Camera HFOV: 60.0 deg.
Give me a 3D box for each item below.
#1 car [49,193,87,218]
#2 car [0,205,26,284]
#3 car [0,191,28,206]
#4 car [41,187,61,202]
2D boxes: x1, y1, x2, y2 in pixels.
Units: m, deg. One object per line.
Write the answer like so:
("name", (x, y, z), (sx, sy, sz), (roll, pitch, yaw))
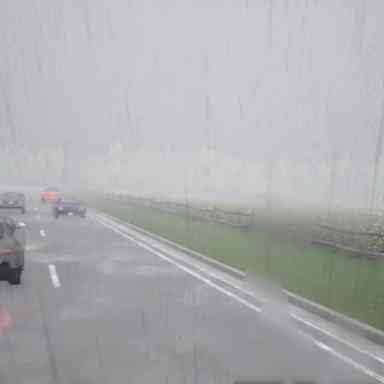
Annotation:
("car", (-8.529, 1.022, 22.850), (1.895, 1.301, 4.718), (4, 0, -26))
("car", (-5.162, 1.223, 8.138), (1.994, 1.385, 4.181), (4, 0, -26))
("car", (-13.109, 0.677, 24.316), (2.033, 1.411, 5.357), (4, 0, -26))
("car", (-16.538, 0.238, 39.216), (2.097, 1.767, 4.553), (4, 0, -26))
